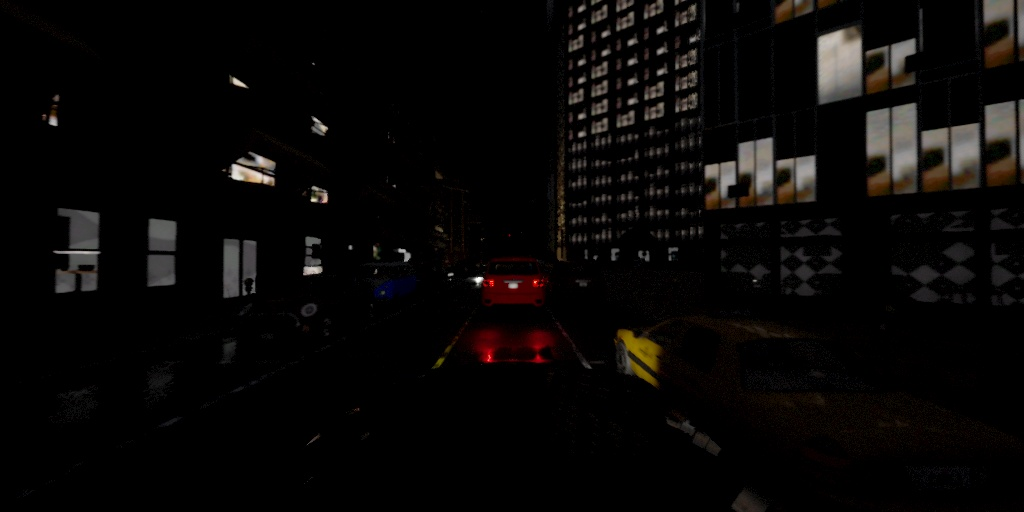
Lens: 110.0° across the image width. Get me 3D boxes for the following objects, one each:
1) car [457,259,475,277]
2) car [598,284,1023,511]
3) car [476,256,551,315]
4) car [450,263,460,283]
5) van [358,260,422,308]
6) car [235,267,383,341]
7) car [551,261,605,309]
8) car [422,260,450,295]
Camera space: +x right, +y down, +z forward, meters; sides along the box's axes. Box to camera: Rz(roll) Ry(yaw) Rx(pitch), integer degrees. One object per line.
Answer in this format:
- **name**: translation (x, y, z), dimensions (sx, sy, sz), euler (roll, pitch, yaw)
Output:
- **car**: translation (-5.312, 1.362, 37.463), dimensions (1.967, 1.591, 4.097), euler (0, 0, 0)
- **car**: translation (2.566, 1.286, 4.425), dimensions (1.751, 1.417, 4.829), euler (0, 0, 0)
- **car**: translation (0.066, 1.028, 13.898), dimensions (2.150, 2.045, 5.566), euler (0, 0, 1)
- **car**: translation (-5.313, 1.414, 26.393), dimensions (2.007, 1.370, 4.403), euler (0, 0, 0)
- **van**: translation (-5.314, 1.153, 15.320), dimensions (1.690, 1.789, 3.998), euler (0, 0, 0)
- **car**: translation (-5.314, 1.226, 9.784), dimensions (1.967, 1.591, 4.097), euler (0, 0, 0)
- **car**: translation (2.567, 1.126, 15.327), dimensions (2.192, 1.841, 5.009), euler (0, 0, 0)
- **car**: translation (-5.313, 1.152, 20.856), dimensions (2.192, 1.841, 5.009), euler (0, 0, 0)
